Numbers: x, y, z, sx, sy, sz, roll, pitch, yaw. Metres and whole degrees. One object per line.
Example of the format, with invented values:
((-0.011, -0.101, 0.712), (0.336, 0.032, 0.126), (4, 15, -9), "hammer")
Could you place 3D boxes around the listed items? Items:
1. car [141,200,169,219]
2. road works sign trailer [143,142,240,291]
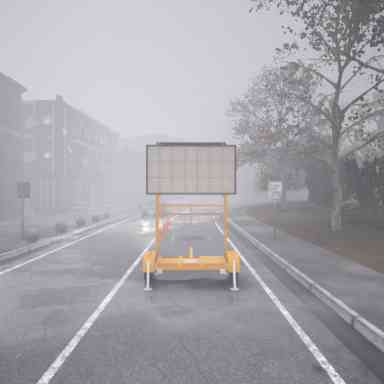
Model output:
((-3.186, 1.500, 28.981), (2.128, 1.511, 4.902), (0, 0, 3), "car")
((-0.021, 0.467, 9.013), (2.380, 3.560, 2.880), (0, 0, 0), "road works sign trailer")
